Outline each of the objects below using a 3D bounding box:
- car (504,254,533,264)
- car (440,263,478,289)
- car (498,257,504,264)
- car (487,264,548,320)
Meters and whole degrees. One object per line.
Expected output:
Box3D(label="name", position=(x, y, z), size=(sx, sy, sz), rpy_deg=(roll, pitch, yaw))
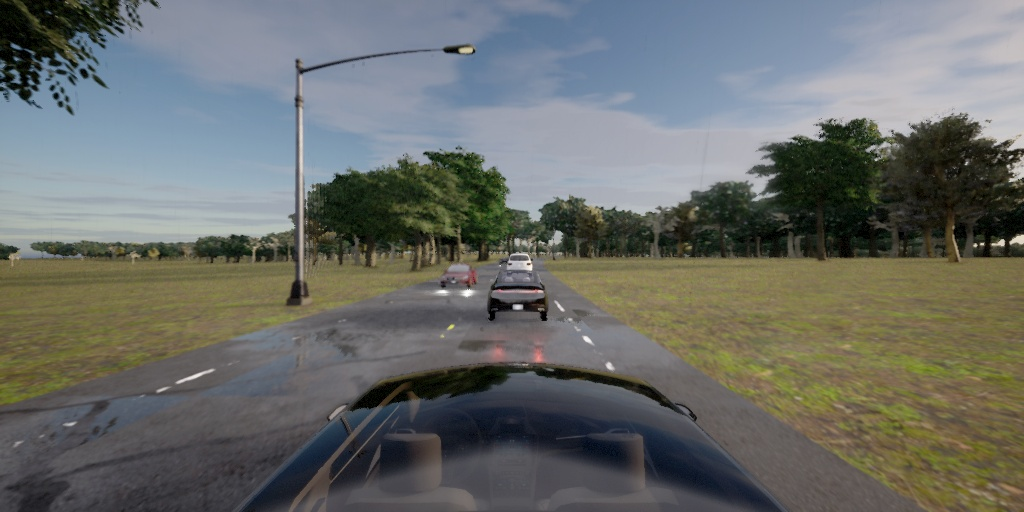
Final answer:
Box3D(label="car", position=(0.715, 0.824, 32.512), size=(2.150, 2.045, 5.566), rpy_deg=(0, 0, 2))
Box3D(label="car", position=(-3.289, 1.201, 22.904), size=(1.812, 1.442, 4.674), rpy_deg=(0, 0, 2))
Box3D(label="car", position=(-1.221, 0.883, 62.969), size=(1.994, 1.385, 4.181), rpy_deg=(0, 1, 5))
Box3D(label="car", position=(0.201, 1.223, 12.563), size=(2.128, 1.511, 4.902), rpy_deg=(0, 0, 1))
